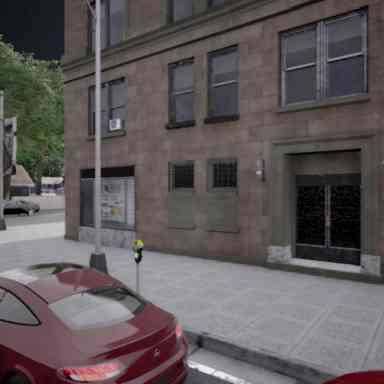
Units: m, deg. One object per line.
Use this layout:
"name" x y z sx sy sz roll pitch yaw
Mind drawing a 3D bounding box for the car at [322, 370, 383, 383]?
"car" 2.516 1.545 1.013 4.507 1.381 1.887 0 0 36

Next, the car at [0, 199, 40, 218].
"car" -15.605 1.396 28.573 2.128 1.511 4.902 0 0 34

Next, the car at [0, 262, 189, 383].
"car" -1.974 1.582 4.220 4.206 1.307 1.802 0 0 36
